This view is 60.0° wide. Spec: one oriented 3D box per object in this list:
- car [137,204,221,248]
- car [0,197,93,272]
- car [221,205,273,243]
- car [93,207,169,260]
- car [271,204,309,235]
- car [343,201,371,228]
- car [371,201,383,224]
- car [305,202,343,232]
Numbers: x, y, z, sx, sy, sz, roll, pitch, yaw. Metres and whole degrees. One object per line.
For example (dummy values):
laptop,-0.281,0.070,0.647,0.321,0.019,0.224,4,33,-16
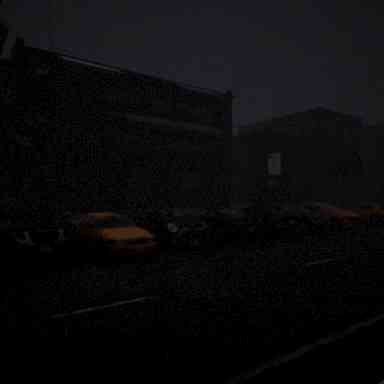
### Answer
car,-1.156,1.341,14.525,2.185,1.767,4.553,0,0,-35
car,-5.574,1.225,11.351,2.435,2.045,5.566,0,0,-35
car,1.140,1.459,16.092,2.097,1.535,5.008,0,0,-35
car,-3.205,1.470,12.822,1.946,1.575,5.366,0,0,-35
car,3.396,1.479,17.717,2.163,1.488,4.792,0,0,-35
car,8.062,1.430,20.961,2.097,1.535,5.008,0,0,-35
car,12.507,1.415,24.300,1.946,1.575,5.366,0,0,-35
car,5.684,1.441,19.294,2.231,1.521,4.892,0,0,-35
